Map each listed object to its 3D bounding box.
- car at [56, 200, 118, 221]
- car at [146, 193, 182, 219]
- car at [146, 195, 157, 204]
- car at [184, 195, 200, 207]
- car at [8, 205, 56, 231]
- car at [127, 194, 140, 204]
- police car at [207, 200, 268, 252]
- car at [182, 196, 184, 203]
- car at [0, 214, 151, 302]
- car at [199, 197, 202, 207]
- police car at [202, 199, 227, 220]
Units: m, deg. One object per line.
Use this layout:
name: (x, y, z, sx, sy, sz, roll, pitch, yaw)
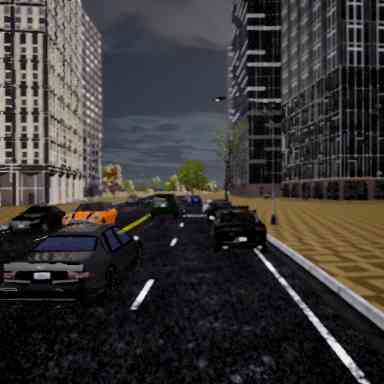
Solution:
car: (-5.731, 1.321, 19.219, 2.097, 1.767, 4.553, 0, 0, 1)
car: (-2.247, 1.126, 28.221, 2.150, 2.045, 5.566, 0, 0, -1)
car: (-7.377, 1.337, 60.613, 1.837, 1.490, 4.892, 0, 0, -5)
car: (0.351, 1.164, 47.122, 2.097, 1.767, 4.553, 0, 0, -4)
car: (-8.953, 1.519, 19.795, 1.812, 1.442, 4.674, 0, 0, 0)
car: (-10.618, 1.213, 60.311, 2.097, 1.767, 4.553, -1, 0, -5)
police car: (1.769, 1.354, 13.641, 1.930, 1.638, 5.238, 0, 0, 2)
car: (-0.956, 1.316, 63.372, 2.033, 1.411, 5.357, -1, 0, -6)
car: (-2.574, 1.533, 8.463, 2.033, 1.411, 5.357, 0, 0, 2)
car: (1.900, 1.390, 29.785, 1.812, 1.442, 4.674, 0, 0, -1)
police car: (1.932, 1.312, 23.799, 1.930, 1.638, 5.238, 0, 0, 0)
